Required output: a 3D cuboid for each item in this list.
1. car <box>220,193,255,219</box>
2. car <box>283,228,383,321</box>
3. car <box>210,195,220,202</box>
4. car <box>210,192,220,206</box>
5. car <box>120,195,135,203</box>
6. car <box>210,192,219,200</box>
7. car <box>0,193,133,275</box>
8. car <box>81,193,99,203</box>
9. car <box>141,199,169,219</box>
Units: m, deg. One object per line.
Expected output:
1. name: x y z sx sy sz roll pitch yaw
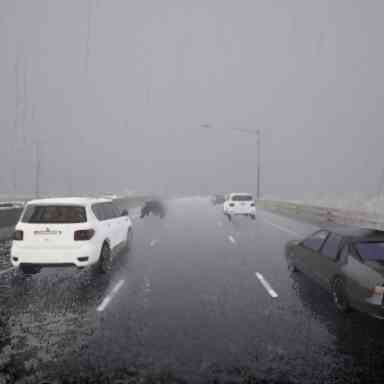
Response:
1. car: 3.839 1.122 27.610 2.150 2.045 5.566 0 0 1
2. car: 3.618 1.518 7.491 2.033 1.411 5.357 0 0 0
3. car: 5.121 1.331 73.961 2.163 1.488 4.792 0 0 2
4. car: 4.310 1.199 52.071 2.097 1.767 4.553 0 0 2
5. car: -12.726 1.389 65.945 1.994 1.385 4.181 0 0 2
6. car: 5.630 1.048 84.872 2.150 2.045 5.566 0 0 3
7. car: -3.358 1.180 10.444 2.150 2.045 5.566 0 0 0
8. car: -19.775 1.181 64.703 2.097 1.767 4.553 0 0 2
9. car: -3.147 1.403 28.309 1.837 1.490 4.892 0 0 1
